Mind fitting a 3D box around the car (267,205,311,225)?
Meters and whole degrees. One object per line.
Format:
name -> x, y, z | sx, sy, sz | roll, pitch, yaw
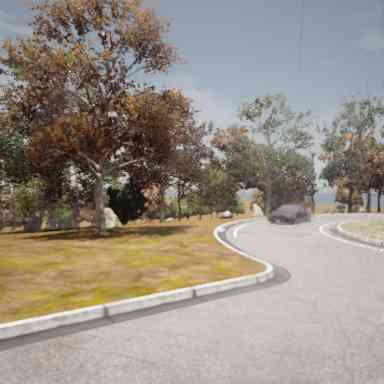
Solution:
car -> 7.645, 1.680, 25.747 | 2.033, 1.411, 5.357 | 0, 0, 36
